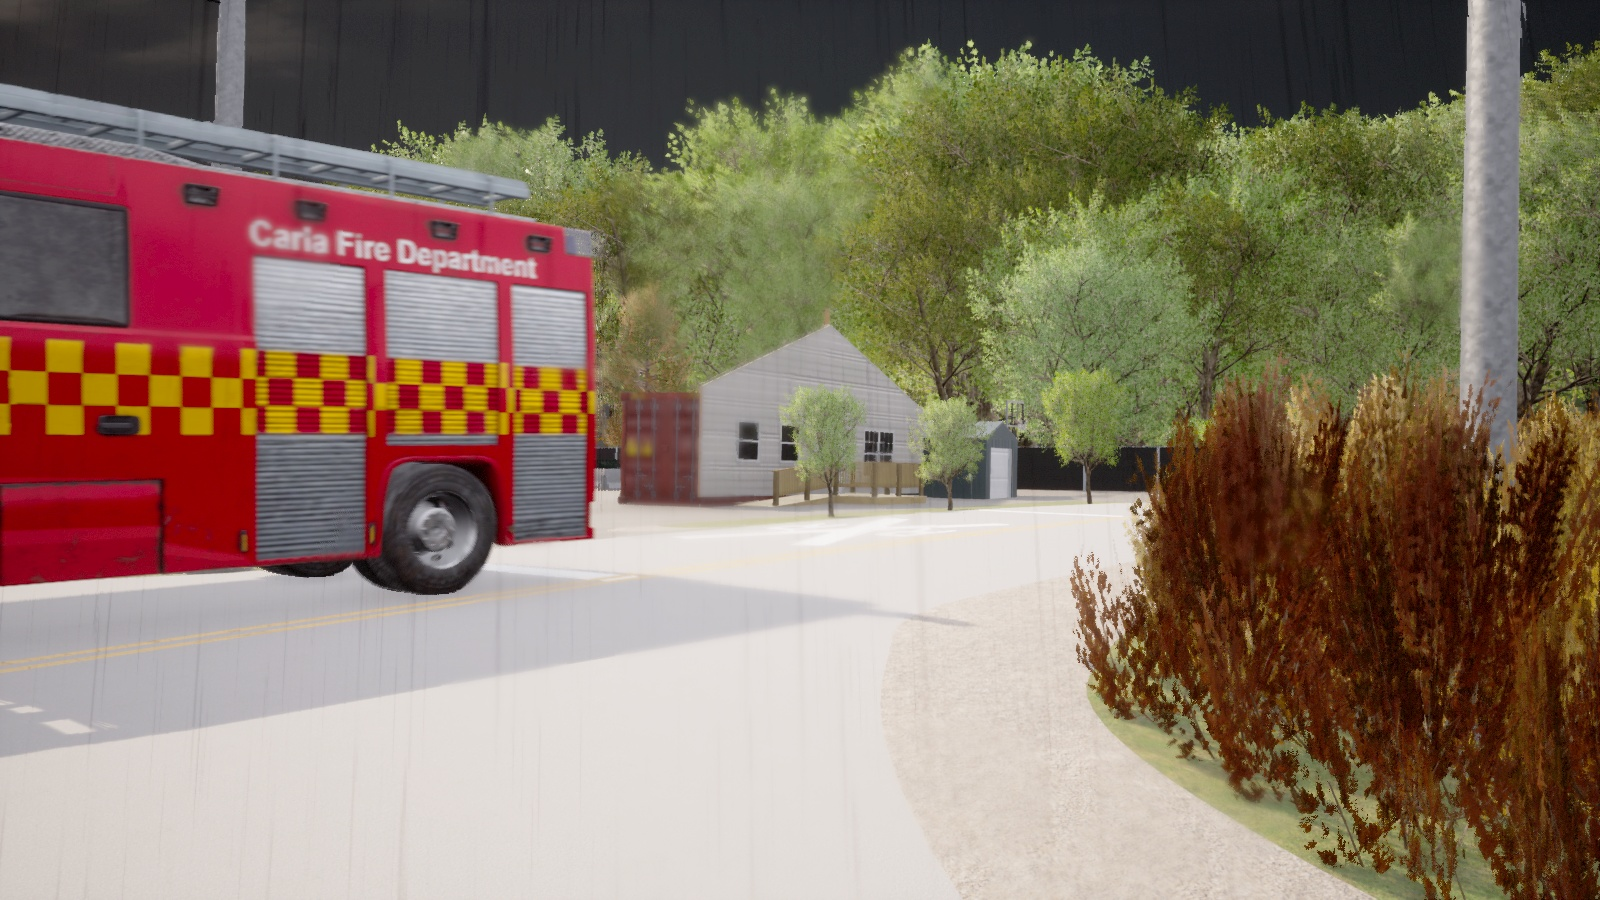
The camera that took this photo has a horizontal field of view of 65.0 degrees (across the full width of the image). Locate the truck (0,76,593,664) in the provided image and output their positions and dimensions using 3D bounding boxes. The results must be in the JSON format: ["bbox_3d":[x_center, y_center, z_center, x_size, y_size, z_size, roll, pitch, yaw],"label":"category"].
[{"bbox_3d":[-5.846,-0.541,9.660,2.891,3.827,8.468,0,1,40],"label":"truck"}]
